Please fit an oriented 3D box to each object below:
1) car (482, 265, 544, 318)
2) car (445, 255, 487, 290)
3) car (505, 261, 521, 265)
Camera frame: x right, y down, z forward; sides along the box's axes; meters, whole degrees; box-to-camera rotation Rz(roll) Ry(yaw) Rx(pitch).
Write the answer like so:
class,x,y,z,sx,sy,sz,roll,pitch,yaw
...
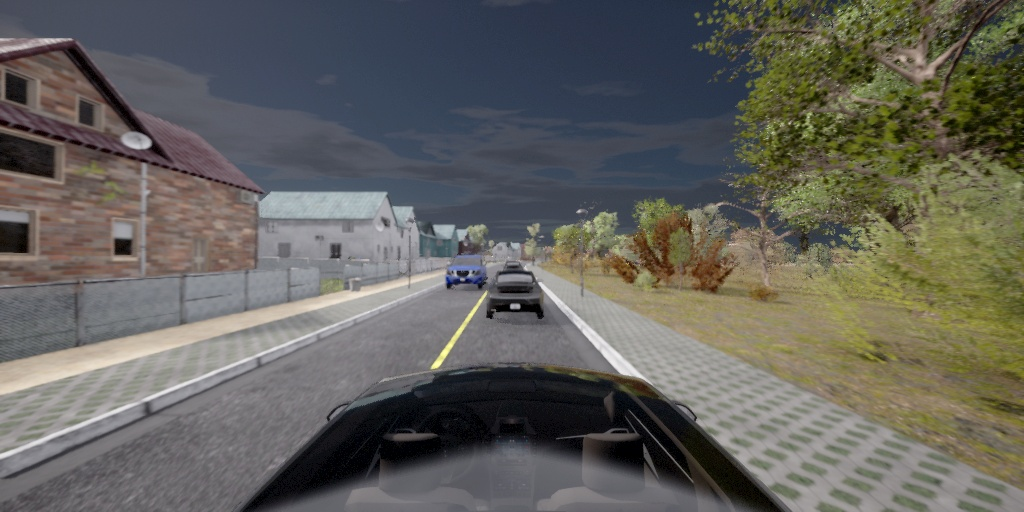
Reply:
class,x,y,z,sx,sy,sz,roll,pitch,yaw
car,0.096,1.242,12.977,1.837,1.490,4.892,0,0,0
car,-2.758,0.946,22.740,2.150,2.045,5.566,0,0,0
car,0.090,1.215,33.366,1.837,1.490,4.892,0,0,0
